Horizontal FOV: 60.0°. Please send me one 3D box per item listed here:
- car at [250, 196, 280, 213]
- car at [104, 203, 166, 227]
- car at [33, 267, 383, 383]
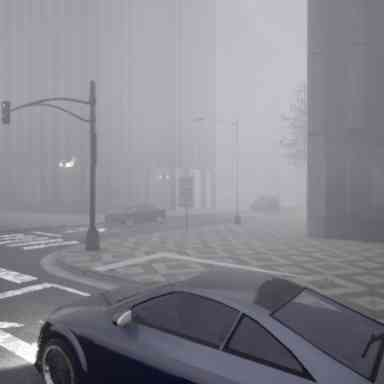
[{"bbox_3d":[9.385,1.527,42.287,2.150,2.045,5.566,0,0,36],"label":"car"},{"bbox_3d":[-3.953,1.566,23.687,1.882,1.535,5.008,0,0,36],"label":"car"},{"bbox_3d":[0.175,1.554,3.561,4.181,1.385,1.994,0,0,36],"label":"car"}]
